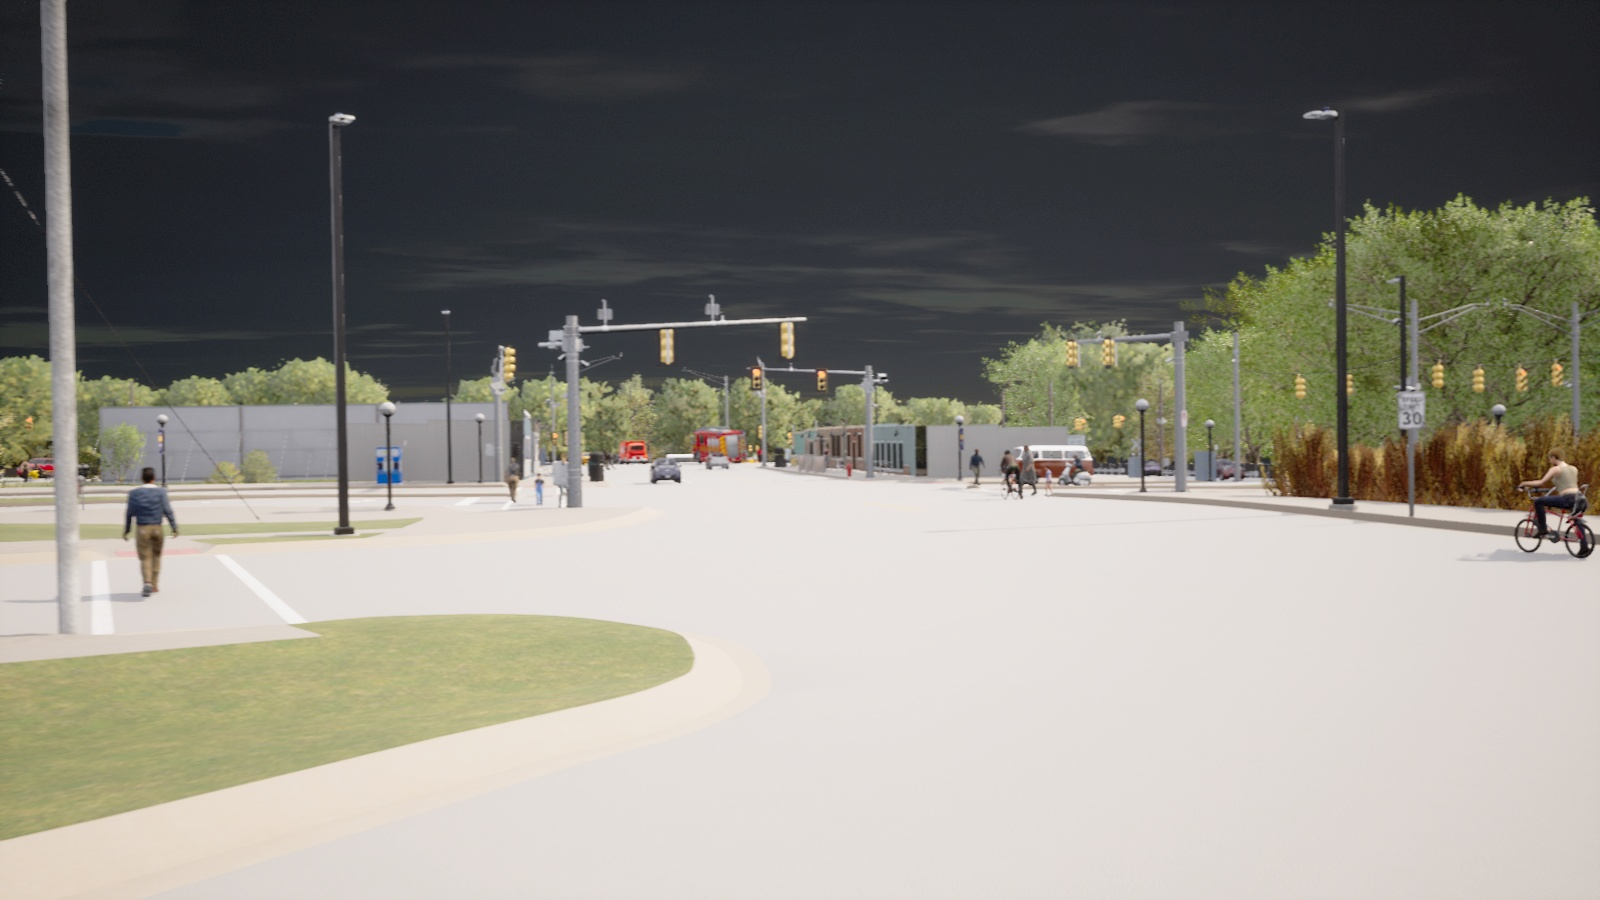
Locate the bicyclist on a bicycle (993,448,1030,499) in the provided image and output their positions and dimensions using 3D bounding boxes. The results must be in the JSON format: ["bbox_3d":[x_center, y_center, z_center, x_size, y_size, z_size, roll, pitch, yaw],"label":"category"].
[{"bbox_3d":[6.876,0.778,40.869,0.582,1.620,1.656,-2,-1,-11],"label":"bicyclist on a bicycle"}]

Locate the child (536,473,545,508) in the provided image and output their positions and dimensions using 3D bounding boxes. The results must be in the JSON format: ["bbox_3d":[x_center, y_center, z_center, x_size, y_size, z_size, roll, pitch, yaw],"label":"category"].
[{"bbox_3d":[-9.554,1.487,46.291,0.270,1.263,0.437,-2,1,-8],"label":"child"}]

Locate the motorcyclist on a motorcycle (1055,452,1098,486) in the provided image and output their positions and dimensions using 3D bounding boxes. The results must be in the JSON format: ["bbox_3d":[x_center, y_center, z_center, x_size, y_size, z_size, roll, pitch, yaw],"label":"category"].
[{"bbox_3d":[13.195,0.901,59.964,1.817,1.590,0.866,0,0,-16],"label":"motorcyclist on a motorcycle"}]

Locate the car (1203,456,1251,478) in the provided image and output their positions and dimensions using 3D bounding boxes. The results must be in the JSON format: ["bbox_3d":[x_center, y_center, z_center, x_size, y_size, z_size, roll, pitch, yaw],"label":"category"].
[{"bbox_3d":[30.337,1.221,89.268,1.845,1.501,3.633,-2,-1,-5],"label":"car"}]

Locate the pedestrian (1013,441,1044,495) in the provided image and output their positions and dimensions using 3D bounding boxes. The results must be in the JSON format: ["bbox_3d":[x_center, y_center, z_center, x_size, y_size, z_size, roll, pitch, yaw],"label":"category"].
[{"bbox_3d":[8.381,0.661,46.117,0.873,1.952,0.659,-2,1,-17],"label":"pedestrian"}]

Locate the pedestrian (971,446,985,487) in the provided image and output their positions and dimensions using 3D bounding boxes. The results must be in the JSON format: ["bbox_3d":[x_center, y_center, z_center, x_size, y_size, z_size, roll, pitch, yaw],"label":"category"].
[{"bbox_3d":[8.054,0.734,56.918,0.370,1.835,0.726,-2,1,-9],"label":"pedestrian"}]

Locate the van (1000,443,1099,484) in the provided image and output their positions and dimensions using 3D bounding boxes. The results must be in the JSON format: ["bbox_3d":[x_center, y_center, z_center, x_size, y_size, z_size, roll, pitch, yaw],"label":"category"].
[{"bbox_3d":[12.648,0.714,63.765,4.480,2.038,2.069,0,-1,-12],"label":"van"}]

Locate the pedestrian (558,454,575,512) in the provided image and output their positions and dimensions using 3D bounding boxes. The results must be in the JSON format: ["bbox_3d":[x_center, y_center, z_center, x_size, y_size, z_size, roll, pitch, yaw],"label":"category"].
[{"bbox_3d":[-7.583,1.061,40.785,0.345,1.836,0.594,-1,1,7],"label":"pedestrian"}]

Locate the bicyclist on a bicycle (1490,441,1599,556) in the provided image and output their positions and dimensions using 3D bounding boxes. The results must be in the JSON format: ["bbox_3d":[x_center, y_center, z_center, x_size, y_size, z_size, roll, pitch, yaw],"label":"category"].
[{"bbox_3d":[11.246,0.689,18.728,0.866,1.612,1.509,-2,1,-12],"label":"bicyclist on a bicycle"}]

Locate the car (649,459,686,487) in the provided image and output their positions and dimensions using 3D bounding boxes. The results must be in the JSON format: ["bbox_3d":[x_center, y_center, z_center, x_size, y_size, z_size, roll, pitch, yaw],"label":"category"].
[{"bbox_3d":[-7.765,1.303,73.237,1.845,1.501,3.633,-2,0,-10],"label":"car"}]

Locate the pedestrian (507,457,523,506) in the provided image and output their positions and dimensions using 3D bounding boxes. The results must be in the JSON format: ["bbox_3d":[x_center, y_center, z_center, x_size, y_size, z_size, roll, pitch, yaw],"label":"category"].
[{"bbox_3d":[-11.147,1.228,49.075,0.540,1.848,0.694,-2,1,-14],"label":"pedestrian"}]

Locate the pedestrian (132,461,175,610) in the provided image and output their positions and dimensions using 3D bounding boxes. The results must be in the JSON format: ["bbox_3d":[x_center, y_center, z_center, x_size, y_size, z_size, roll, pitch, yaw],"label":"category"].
[{"bbox_3d":[-8.810,1.139,17.121,0.423,1.949,0.788,-2,1,-25],"label":"pedestrian"}]
